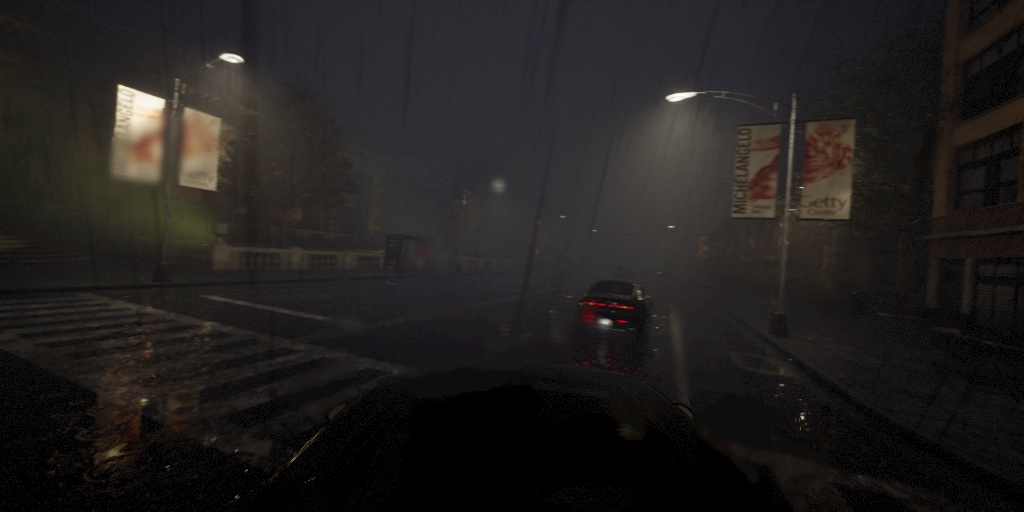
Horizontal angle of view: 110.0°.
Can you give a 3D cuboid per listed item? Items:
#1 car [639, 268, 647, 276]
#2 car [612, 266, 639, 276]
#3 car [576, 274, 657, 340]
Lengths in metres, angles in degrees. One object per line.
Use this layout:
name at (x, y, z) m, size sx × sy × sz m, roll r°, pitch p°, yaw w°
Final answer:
car at (21.187, 2.759, 59.764) m, size 1.837 × 1.490 × 4.892 m, roll 4°, pitch 0°, yaw 29°
car at (14.204, 2.108, 44.854) m, size 2.097 × 1.767 × 4.553 m, roll 4°, pitch 0°, yaw 24°
car at (3.357, 1.492, 11.269) m, size 1.837 × 1.490 × 4.892 m, roll 4°, pitch 0°, yaw 24°
